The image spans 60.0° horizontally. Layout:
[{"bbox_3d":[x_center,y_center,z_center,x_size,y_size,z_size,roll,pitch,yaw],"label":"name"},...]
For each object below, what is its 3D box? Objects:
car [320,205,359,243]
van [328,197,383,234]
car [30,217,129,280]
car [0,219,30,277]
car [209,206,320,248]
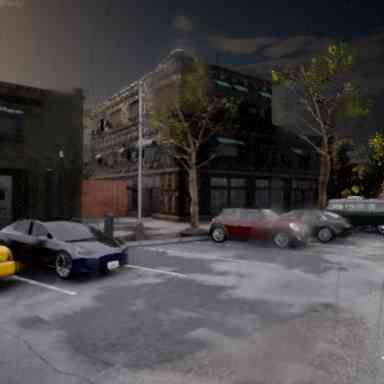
[{"bbox_3d":[5.565,1.630,17.051,4.892,1.521,2.231,-1,-1,34],"label":"car"},{"bbox_3d":[10.279,1.462,20.551,4.442,1.987,1.878,-1,-1,35],"label":"van"},{"bbox_3d":[-4.049,1.541,10.166,4.792,1.488,2.163,-1,-1,34],"label":"car"},{"bbox_3d":[-6.641,1.481,8.555,5.366,1.575,1.946,-1,-1,35],"label":"car"},{"bbox_3d":[3.126,1.475,15.350,4.553,1.767,2.185,-1,-1,35],"label":"car"}]
